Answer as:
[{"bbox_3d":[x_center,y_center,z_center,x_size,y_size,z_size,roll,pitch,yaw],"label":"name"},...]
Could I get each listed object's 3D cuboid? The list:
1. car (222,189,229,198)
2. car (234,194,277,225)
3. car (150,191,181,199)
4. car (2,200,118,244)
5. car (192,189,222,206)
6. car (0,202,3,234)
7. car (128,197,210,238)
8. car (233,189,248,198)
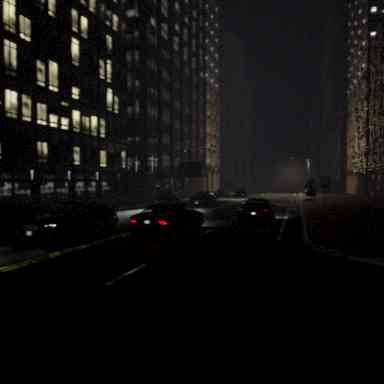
[{"bbox_3d":[4.833,0.222,54.778,2.033,1.411,5.357,1,1,18],"label":"car"},{"bbox_3d":[3.905,1.074,19.689,1.994,1.385,4.181,1,1,18],"label":"car"},{"bbox_3d":[-2.514,0.690,32.222,2.128,1.511,4.902,1,1,18],"label":"car"},{"bbox_3d":[-4.966,1.126,13.978,2.128,1.511,4.902,1,1,18],"label":"car"},{"bbox_3d":[1.164,0.676,33.042,2.128,1.511,4.902,1,1,18],"label":"car"},{"bbox_3d":[-8.278,1.169,14.298,2.033,1.411,5.357,1,1,18],"label":"car"},{"bbox_3d":[-0.956,1.158,15.188,2.033,1.411,5.357,1,1,18],"label":"car"},{"bbox_3d":[7.919,0.186,53.758,1.882,1.535,5.008,1,1,18],"label":"car"}]
